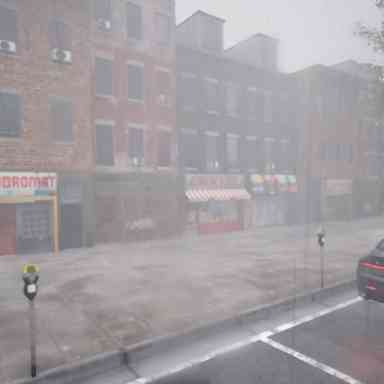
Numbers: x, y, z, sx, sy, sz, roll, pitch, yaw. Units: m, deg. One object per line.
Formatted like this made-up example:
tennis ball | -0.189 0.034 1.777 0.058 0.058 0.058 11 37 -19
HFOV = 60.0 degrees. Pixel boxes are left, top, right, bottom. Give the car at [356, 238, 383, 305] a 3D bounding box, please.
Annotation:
car | 5.199 1.403 6.634 4.892 1.490 1.837 -1 0 -35
